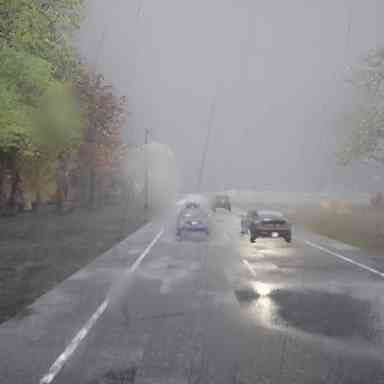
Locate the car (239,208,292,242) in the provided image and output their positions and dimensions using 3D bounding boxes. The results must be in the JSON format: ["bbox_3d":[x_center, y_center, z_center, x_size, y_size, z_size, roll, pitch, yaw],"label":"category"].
[{"bbox_3d":[3.544,1.552,16.537,1.837,1.490,4.892,0,0,1],"label":"car"}]

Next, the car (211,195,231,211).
[{"bbox_3d":[3.585,1.331,41.688,2.150,2.045,5.566,0,0,0],"label":"car"}]

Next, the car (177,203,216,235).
[{"bbox_3d":[0.094,1.601,19.134,2.033,1.411,5.357,0,0,0],"label":"car"}]

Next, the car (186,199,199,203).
[{"bbox_3d":[0.084,1.722,48.006,1.895,1.301,4.718,0,0,0],"label":"car"}]
